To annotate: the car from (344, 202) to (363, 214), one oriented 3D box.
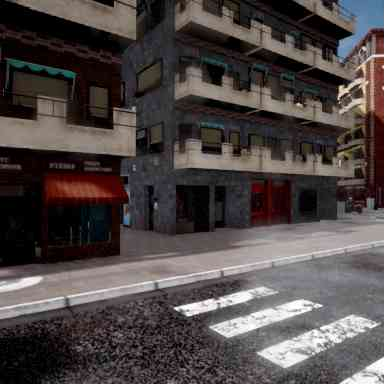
[{"bbox_3d":[17.813,1.790,38.250,1.895,1.301,4.718,0,0,5],"label":"car"}]
